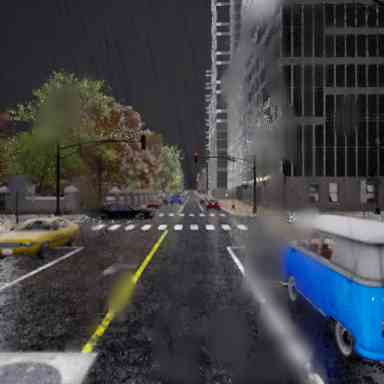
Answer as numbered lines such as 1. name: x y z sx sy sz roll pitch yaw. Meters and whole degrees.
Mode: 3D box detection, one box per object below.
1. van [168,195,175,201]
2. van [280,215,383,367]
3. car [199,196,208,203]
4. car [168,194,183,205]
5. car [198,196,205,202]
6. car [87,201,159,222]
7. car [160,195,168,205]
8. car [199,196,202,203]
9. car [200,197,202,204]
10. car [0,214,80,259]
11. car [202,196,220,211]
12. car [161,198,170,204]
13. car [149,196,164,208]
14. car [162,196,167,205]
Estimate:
1. van: -5.737 1.704 94.942 1.690 1.788 3.998 0 0 0
2. van: 2.771 1.366 5.679 1.690 1.788 3.998 0 0 0
3. car: 2.652 1.756 77.889 1.967 1.590 4.097 0 0 0
4. car: -3.044 1.495 65.431 2.150 2.045 5.566 0 0 0
5. car: 2.646 1.875 89.424 1.752 1.417 4.829 0 0 0
6. car: -5.718 1.659 27.176 5.357 1.411 2.033 0 0 1
7. car: -5.723 1.591 66.526 2.192 1.841 5.009 0 0 0
8. car: 2.654 1.863 72.208 1.947 1.339 4.313 0 0 0
9. car: 2.666 1.773 49.483 1.947 1.339 4.313 0 0 0
10. car: -5.825 1.579 12.906 1.752 1.417 4.829 0 0 0
11. car: 2.669 1.624 43.803 1.967 1.590 4.097 0 0 0
12. car: -5.727 1.878 72.207 1.802 1.307 4.206 0 0 0
13. car: -5.715 1.751 49.476 1.887 1.381 4.507 0 0 0
14. car: -5.718 1.781 55.159 2.008 1.369 4.403 0 0 0
